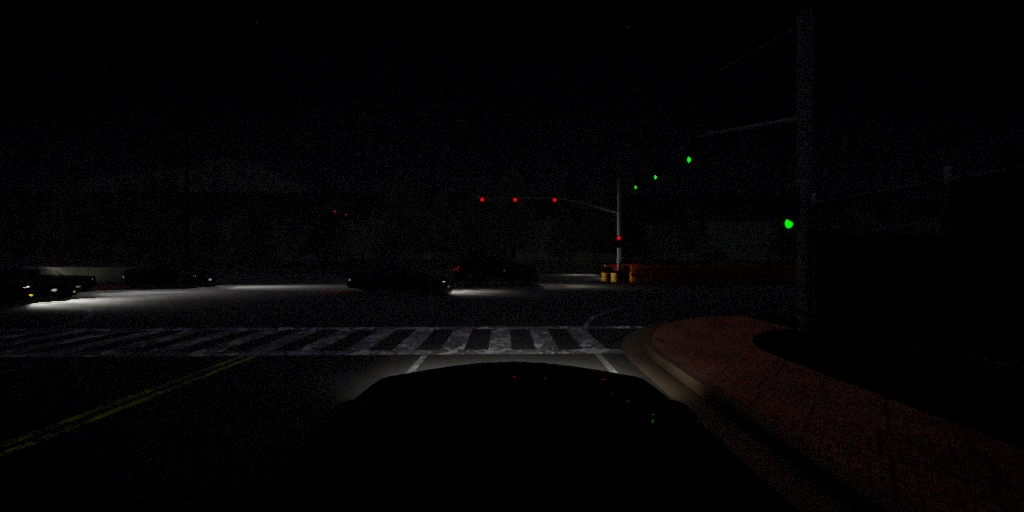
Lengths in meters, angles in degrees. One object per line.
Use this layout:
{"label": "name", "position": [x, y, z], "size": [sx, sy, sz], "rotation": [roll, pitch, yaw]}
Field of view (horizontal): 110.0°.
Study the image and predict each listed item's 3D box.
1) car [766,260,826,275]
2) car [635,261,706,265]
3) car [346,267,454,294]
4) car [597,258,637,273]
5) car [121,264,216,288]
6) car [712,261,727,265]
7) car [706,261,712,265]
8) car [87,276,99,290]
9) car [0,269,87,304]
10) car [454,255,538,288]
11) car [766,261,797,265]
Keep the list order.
{"label": "car", "position": [30.583, 1.241, 38.719], "size": [4.902, 1.511, 2.128], "rotation": [0, 0, -2]}
{"label": "car", "position": [13.705, 1.255, 31.196], "size": [4.892, 1.490, 1.837], "rotation": [0, 0, -2]}
{"label": "car", "position": [-6.204, 1.297, 19.868], "size": [5.357, 1.411, 2.033], "rotation": [0, 0, -2]}
{"label": "car", "position": [11.415, 1.102, 38.128], "size": [4.553, 1.767, 2.097], "rotation": [0, 0, -2]}
{"label": "car", "position": [-21.800, 1.238, 22.883], "size": [4.902, 1.511, 2.128], "rotation": [0, 0, -2]}
{"label": "car", "position": [20.532, 1.255, 38.413], "size": [4.892, 1.490, 1.837], "rotation": [0, 0, -2]}
{"label": "car", "position": [16.349, 1.276, 34.779], "size": [4.674, 1.442, 1.812], "rotation": [0, 0, -2]}
{"label": "car", "position": [-25.572, 1.344, 19.264], "size": [4.718, 1.301, 1.895], "rotation": [0, 0, -2]}
{"label": "car", "position": [-21.999, 1.314, 15.731], "size": [4.181, 1.385, 1.994], "rotation": [0, 0, 2]}
{"label": "car", "position": [-1.079, 0.971, 23.541], "size": [5.566, 2.045, 2.150], "rotation": [0, 0, -2]}
{"label": "car", "position": [22.960, 1.351, 31.485], "size": [4.718, 1.301, 1.895], "rotation": [0, 0, -2]}
